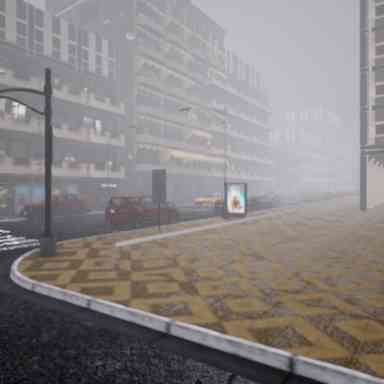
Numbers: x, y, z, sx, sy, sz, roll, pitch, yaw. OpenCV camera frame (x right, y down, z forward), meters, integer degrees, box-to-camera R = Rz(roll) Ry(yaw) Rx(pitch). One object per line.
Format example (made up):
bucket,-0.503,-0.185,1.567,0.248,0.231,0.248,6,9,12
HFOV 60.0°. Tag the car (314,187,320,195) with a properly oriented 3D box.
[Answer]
car,28.303,0.042,78.972,1.887,1.381,4.507,1,2,35

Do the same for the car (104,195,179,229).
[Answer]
car,-2.876,1.067,19.646,2.192,1.841,5.009,1,2,35

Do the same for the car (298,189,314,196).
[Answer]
car,25.129,0.045,74.421,1.967,1.590,4.097,1,2,35

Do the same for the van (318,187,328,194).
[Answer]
van,34.652,-0.376,88.062,1.690,1.788,3.998,1,2,35

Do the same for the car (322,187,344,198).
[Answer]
car,25.695,0.352,60.592,1.887,1.381,4.507,1,2,35

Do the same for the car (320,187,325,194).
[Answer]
car,31.478,-0.170,83.517,1.967,1.590,4.097,1,2,35

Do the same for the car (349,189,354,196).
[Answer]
car,32.044,0.139,69.689,1.887,1.381,4.507,1,2,35

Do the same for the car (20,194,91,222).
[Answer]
car,-9.782,1.077,24.391,2.192,1.841,5.009,1,2,35

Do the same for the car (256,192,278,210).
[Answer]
car,6.647,1.007,33.299,1.947,1.339,4.313,1,2,35

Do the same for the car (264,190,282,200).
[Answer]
car,12.273,0.509,51.328,2.097,1.767,4.553,0,1,35

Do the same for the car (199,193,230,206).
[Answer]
car,2.912,0.897,42.589,2.008,1.369,4.403,1,2,35

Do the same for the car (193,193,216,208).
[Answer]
car,2.062,0.919,36.862,1.882,1.535,5.008,0,1,35

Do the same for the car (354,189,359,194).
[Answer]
car,35.218,0.032,74.238,1.887,1.381,4.507,1,2,35

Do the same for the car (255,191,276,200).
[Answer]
car,12.434,0.574,56.233,1.887,1.381,4.507,1,2,35

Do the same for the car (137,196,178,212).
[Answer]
car,-3.436,1.137,33.494,1.802,1.307,4.206,1,2,35

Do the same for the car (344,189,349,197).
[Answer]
car,28.869,0.141,65.137,1.967,1.590,4.097,1,2,35

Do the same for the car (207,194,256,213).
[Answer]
car,3.472,1.111,28.749,1.947,1.339,4.313,1,2,35
